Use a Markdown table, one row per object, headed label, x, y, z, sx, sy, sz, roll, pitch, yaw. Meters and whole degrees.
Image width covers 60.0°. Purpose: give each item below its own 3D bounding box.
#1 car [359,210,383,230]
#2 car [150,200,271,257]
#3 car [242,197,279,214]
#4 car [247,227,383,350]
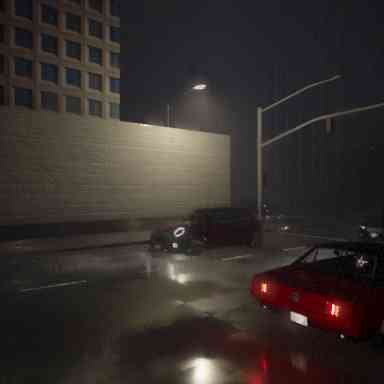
| label | x | y | z | sx | sy | sz | roll | pitch | yaw |
| --- | --- | --- | --- | --- | --- | --- | --- | --- | --- |
| car | 9.401 | 1.498 | 14.967 | 4.902 | 1.511 | 2.128 | 0 | 0 | -35 |
| car | 0.640 | 1.352 | 13.033 | 4.553 | 1.767 | 2.097 | 0 | 0 | -35 |
| car | 6.813 | 1.407 | 34.686 | 2.097 | 1.767 | 4.553 | 0 | 0 | -35 |
| car | 3.418 | 1.601 | 6.225 | 4.718 | 1.301 | 1.895 | 0 | 0 | -35 |
